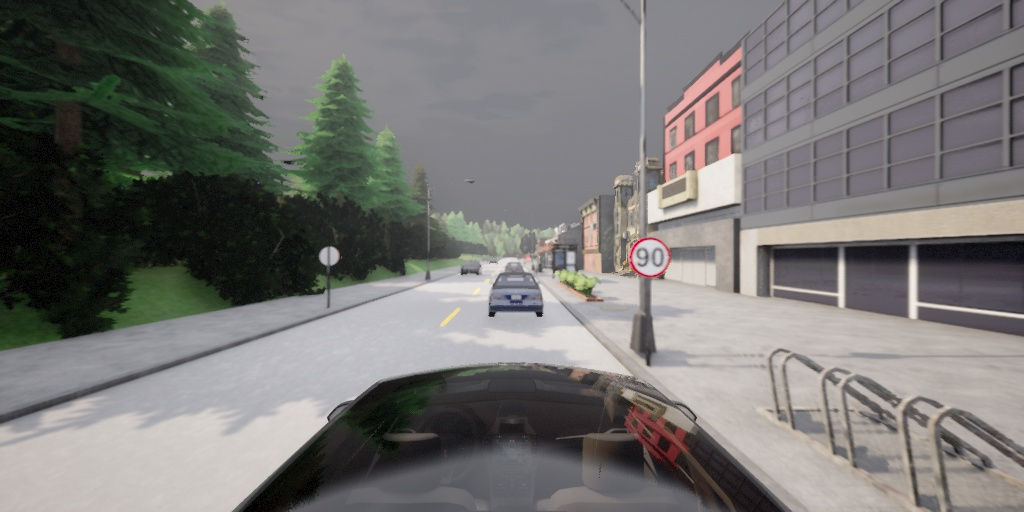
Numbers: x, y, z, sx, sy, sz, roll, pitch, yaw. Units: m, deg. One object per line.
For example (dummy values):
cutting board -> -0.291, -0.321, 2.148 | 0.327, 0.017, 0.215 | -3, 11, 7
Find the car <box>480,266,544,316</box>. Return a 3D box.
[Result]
car -> 0.120, 1.286, 13.244 | 2.033, 1.411, 5.357 | 0, 0, 0

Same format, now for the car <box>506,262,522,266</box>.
car -> 0.182, 1.264, 34.262 | 2.033, 1.411, 5.357 | 0, 0, 0

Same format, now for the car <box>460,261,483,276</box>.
car -> -4.002, 1.212, 35.780 | 1.837, 1.490, 4.892 | 0, 0, 0
